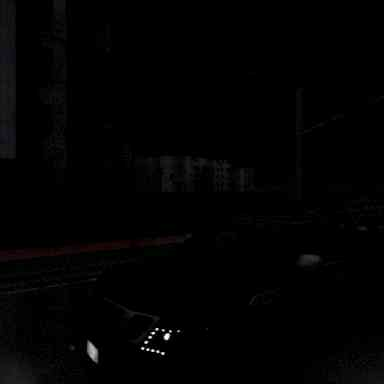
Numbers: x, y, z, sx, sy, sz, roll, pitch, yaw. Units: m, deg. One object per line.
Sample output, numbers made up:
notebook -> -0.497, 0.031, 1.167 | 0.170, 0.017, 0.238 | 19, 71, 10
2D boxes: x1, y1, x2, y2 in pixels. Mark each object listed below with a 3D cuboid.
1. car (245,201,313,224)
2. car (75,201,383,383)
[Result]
car -> 6.688, 1.492, 26.003 | 2.128, 1.511, 4.902 | 0, 0, -36
car -> 1.264, 1.221, 4.898 | 5.566, 2.045, 2.150 | 0, 0, -36
